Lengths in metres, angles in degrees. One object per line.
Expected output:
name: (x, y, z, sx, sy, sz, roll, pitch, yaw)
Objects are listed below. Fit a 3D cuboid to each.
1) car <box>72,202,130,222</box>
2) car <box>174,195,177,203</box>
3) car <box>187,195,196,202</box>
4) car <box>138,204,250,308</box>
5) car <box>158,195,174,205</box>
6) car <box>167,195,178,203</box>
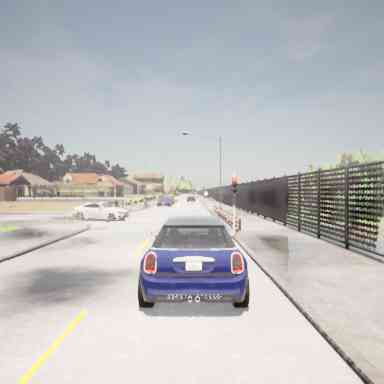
car: (-7.131, 1.514, 26.066, 4.674, 1.442, 1.812, 0, -1, 19)
car: (-4.183, 1.521, 60.701, 2.033, 1.411, 5.357, 0, 0, 0)
car: (-0.143, 1.491, 76.278, 1.812, 1.442, 4.674, 0, 0, 0)
car: (0.038, 1.348, 8.078, 2.097, 1.767, 4.553, 0, 0, 0)
car: (-4.182, 1.504, 50.933, 1.812, 1.442, 4.674, 0, 0, 0)
car: (-4.133, 1.447, 70.964, 1.882, 1.535, 5.008, 0, 0, 0)
